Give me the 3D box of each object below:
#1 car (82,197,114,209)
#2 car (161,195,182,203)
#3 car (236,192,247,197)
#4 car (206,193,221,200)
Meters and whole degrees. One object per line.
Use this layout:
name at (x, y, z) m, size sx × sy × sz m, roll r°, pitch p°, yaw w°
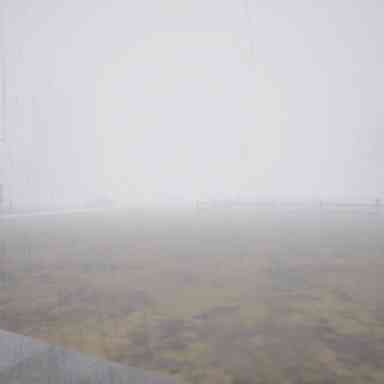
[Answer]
car at (-12.719, 1.451, 45.143) m, size 1.837 × 1.490 × 4.892 m, roll -2°, pitch 0°, yaw 28°
car at (-3.783, 1.264, 62.164) m, size 2.033 × 1.411 × 5.357 m, roll -2°, pitch 0°, yaw 27°
car at (13.304, 0.690, 89.108) m, size 1.994 × 1.385 × 4.181 m, roll -2°, pitch 0°, yaw 27°
car at (4.679, 0.907, 72.503) m, size 1.837 × 1.490 × 4.892 m, roll -2°, pitch 0°, yaw 27°
